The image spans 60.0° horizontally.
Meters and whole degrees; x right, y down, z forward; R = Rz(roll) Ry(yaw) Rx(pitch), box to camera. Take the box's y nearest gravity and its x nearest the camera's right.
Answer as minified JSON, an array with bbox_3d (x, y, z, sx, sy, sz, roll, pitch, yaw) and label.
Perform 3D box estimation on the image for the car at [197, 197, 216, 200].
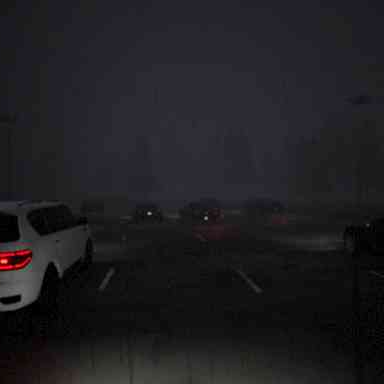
[{"bbox_3d":[1.257,1.243,32.853,2.128,1.511,4.902,0,0,-20],"label":"car"}]

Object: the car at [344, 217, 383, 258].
[{"bbox_3d":[6.474,1.360,9.815,1.882,1.535,5.008,0,0,-6],"label":"car"}]

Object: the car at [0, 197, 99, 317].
[{"bbox_3d":[-3.749,1.192,7.429,2.150,2.045,5.566,0,0,-6],"label":"car"}]

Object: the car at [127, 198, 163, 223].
[{"bbox_3d":[-3.379,1.412,24.233,1.994,1.385,4.181,0,0,-15],"label":"car"}]

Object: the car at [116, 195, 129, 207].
[{"bbox_3d":[-10.180,1.240,46.511,1.837,1.490,4.892,0,0,-39],"label":"car"}]

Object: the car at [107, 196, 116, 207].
[{"bbox_3d":[-12.366,1.369,44.059,1.895,1.301,4.718,-1,0,-40],"label":"car"}]

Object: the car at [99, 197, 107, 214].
[{"bbox_3d":[-9.803,1.312,32.456,1.882,1.535,5.008,0,0,-22],"label":"car"}]

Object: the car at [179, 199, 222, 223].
[{"bbox_3d":[0.370,1.424,23.985,1.895,1.301,4.718,-1,0,-15],"label":"car"}]

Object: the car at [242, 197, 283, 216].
[{"bbox_3d":[6.091,1.222,29.359,1.882,1.535,5.008,0,0,-17],"label":"car"}]
